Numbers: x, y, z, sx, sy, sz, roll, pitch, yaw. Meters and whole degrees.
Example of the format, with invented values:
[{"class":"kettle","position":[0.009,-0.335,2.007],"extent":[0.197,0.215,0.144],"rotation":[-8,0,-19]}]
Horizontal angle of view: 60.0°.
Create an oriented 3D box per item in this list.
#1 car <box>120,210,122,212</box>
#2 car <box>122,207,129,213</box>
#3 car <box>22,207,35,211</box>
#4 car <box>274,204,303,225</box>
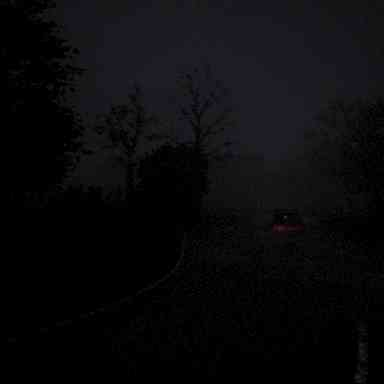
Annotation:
[{"class":"car","position":[-8.917,2.220,40.195],"extent":[2.231,1.521,4.892],"rotation":[-2,-1,2]},{"class":"car","position":[-6.256,1.898,40.136],"extent":[2.435,2.045,5.566],"rotation":[-2,-1,2]},{"class":"car","position":[-20.082,2.580,40.393],"extent":[1.946,1.575,5.366],"rotation":[-2,-1,2]},{"class":"car","position":[7.762,1.718,26.698],"extent":[1.882,1.535,5.008],"rotation":[-1,-1,21]}]
